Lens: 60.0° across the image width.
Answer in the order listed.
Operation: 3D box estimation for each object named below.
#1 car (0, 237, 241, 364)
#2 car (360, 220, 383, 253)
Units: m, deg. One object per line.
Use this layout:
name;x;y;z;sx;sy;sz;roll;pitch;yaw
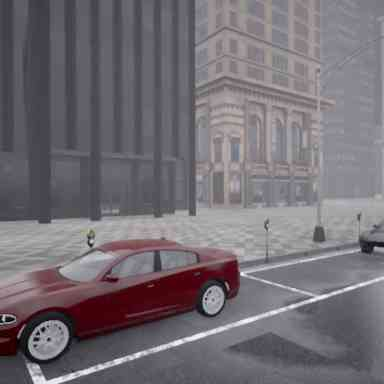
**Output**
car;-1.155;1.543;5.830;4.507;1.381;1.887;0;0;-36
car;8.023;1.557;12.391;4.313;1.339;1.947;0;0;-36
